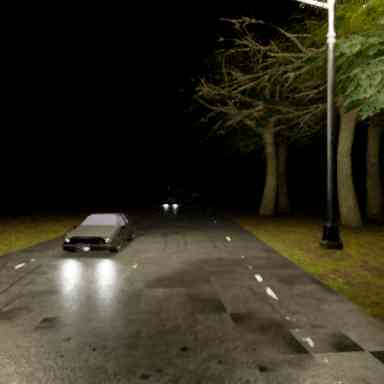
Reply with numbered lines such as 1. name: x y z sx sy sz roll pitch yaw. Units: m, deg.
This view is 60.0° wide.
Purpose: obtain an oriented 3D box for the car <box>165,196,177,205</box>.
1. car: -3.551 1.388 56.290 1.812 1.442 4.674 0 0 0

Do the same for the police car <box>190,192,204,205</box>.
1. police car: 1.051 1.281 57.549 1.930 1.638 5.238 0 0 0

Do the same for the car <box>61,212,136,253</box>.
1. car: -3.599 1.552 13.979 2.033 1.411 5.357 0 0 0

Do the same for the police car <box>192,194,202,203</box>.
1. police car: 1.026 1.213 67.555 1.930 1.638 5.238 0 0 0
